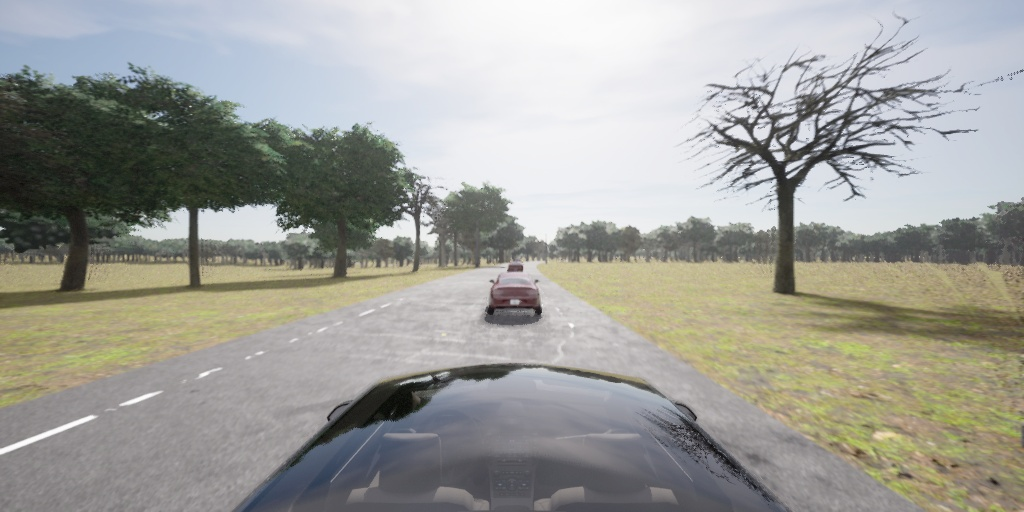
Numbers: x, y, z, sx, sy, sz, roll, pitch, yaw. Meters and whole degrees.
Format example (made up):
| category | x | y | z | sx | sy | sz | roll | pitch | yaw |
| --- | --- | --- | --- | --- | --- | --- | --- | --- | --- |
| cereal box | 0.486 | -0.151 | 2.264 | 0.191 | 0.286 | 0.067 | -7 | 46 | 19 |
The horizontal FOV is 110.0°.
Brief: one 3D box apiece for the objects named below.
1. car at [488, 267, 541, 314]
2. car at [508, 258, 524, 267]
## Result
| category | x | y | z | sx | sy | sz | roll | pitch | yaw |
| --- | --- | --- | --- | --- | --- | --- | --- | --- | --- |
| car | 0.092 | 1.325 | 13.862 | 1.812 | 1.442 | 4.674 | 0 | 0 | 0 |
| car | 0.527 | 1.411 | 45.888 | 1.882 | 1.535 | 5.008 | 0 | 0 | 2 |
